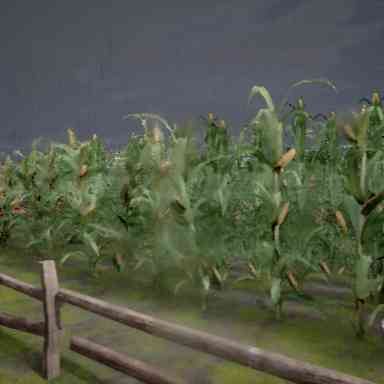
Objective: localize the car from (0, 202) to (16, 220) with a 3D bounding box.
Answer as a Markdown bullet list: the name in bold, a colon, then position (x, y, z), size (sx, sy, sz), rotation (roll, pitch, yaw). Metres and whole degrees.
- **car**: position (-11.865, 1.309, 25.166), size (2.097, 1.767, 4.553), rotation (0, 0, 36)

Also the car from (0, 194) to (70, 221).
- **car**: position (-13.393, 1.178, 28.052), size (2.150, 2.045, 5.566), rotation (0, 0, 36)
